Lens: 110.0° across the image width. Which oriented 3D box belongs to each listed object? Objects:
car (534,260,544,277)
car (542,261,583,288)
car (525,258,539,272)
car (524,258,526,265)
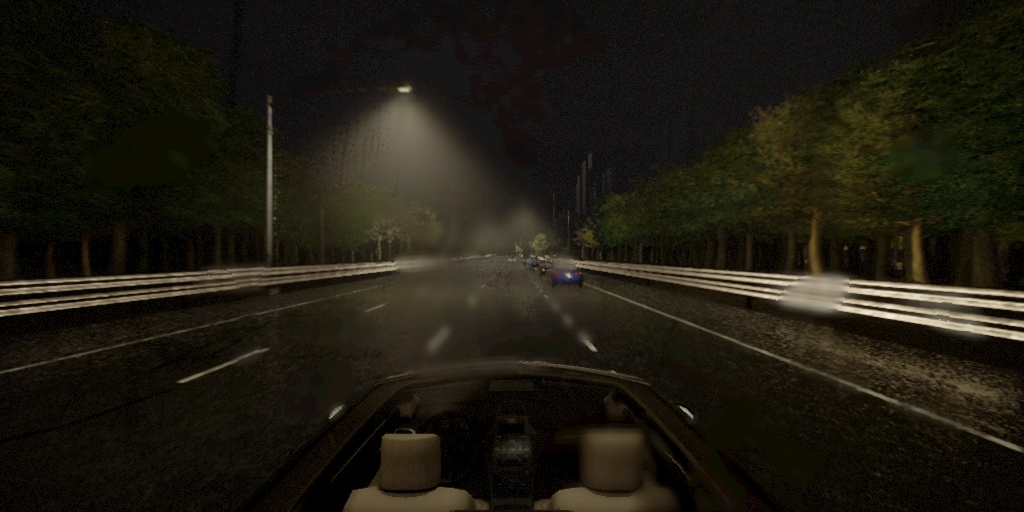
[{"bbox_3d":[3.485,1.341,35.130,1.895,1.301,4.718,0,0,0],"label":"car"},{"bbox_3d":[3.490,1.254,24.130,2.163,1.488,4.792,0,0,0],"label":"car"},{"bbox_3d":[3.364,1.216,46.394,2.128,1.511,4.902,0,0,-5],"label":"car"},{"bbox_3d":[3.475,1.058,57.069,2.097,1.767,4.553,0,0,0],"label":"car"}]
